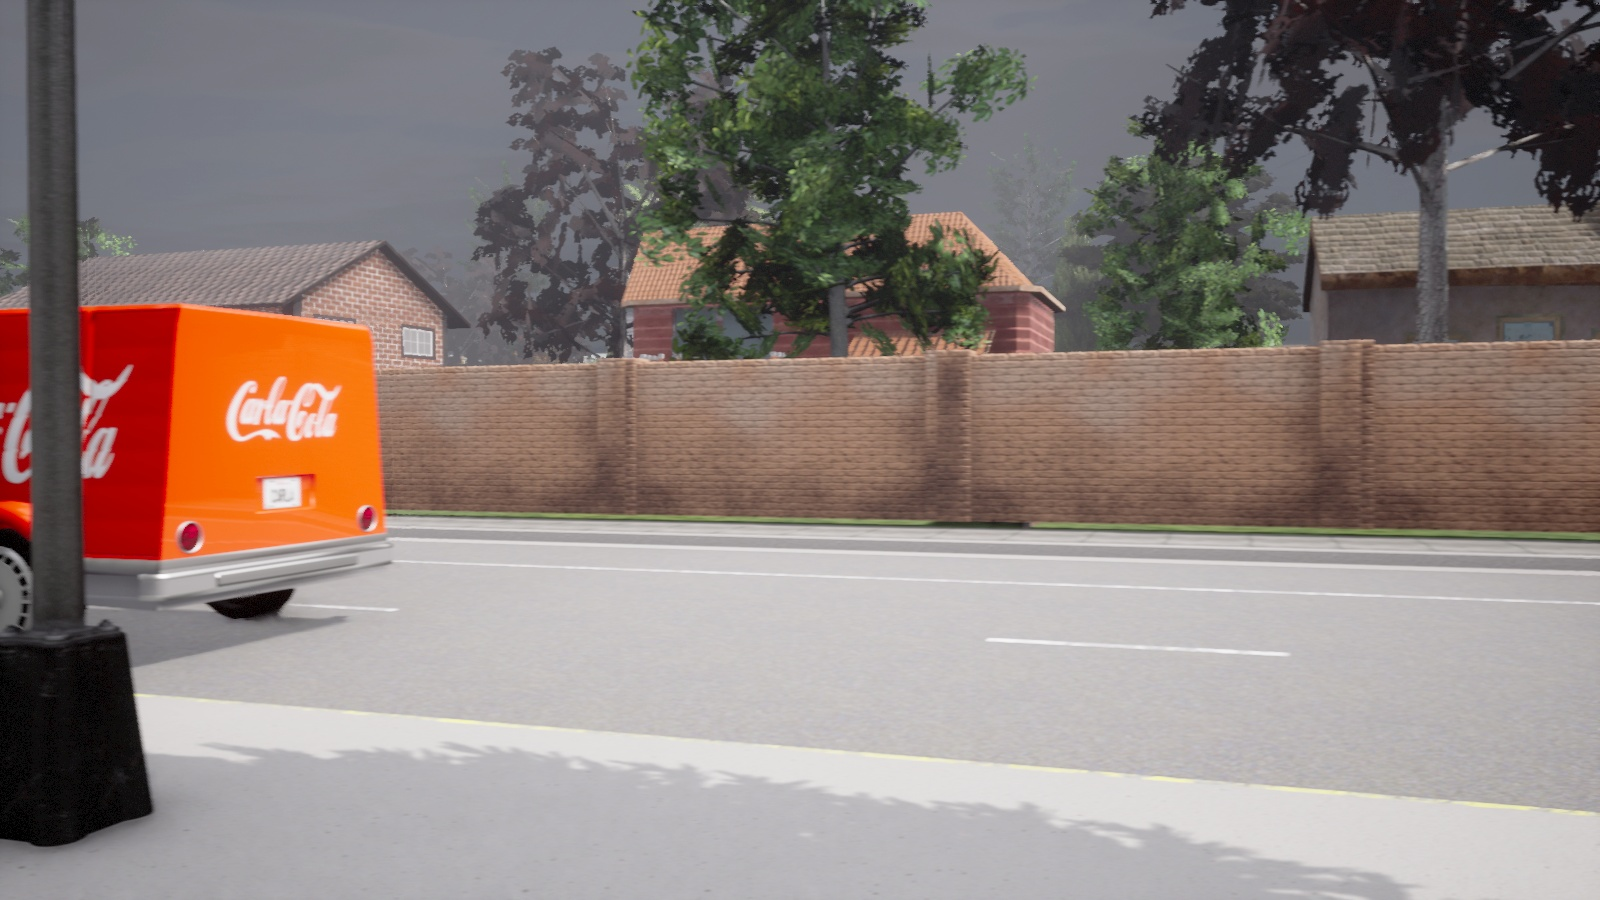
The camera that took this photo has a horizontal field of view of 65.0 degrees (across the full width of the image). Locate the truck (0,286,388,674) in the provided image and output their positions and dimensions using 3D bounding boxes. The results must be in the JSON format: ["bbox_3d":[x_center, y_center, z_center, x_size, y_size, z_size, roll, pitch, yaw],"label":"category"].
[{"bbox_3d":[-6.325,0.155,10.061,5.204,2.467,2.627,1,1,19],"label":"truck"}]
